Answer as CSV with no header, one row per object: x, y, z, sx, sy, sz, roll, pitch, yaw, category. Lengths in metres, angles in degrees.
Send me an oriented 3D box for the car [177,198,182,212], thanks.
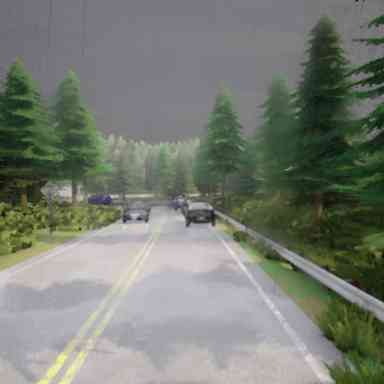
-0.070,1.392,32.697,1.882,1.535,5.008,-1,0,-7,car

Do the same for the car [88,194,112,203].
-15.983,1.419,56.011,5.566,2.045,2.150,-2,3,32,car

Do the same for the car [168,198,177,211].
-1.502,1.402,39.047,1.812,1.442,4.674,-2,1,-18,car

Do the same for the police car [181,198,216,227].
0.467,1.374,22.588,1.930,1.638,5.238,0,0,-2,police car

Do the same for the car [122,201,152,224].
-3.987,1.452,24.679,2.128,1.511,4.902,0,0,-3,car
